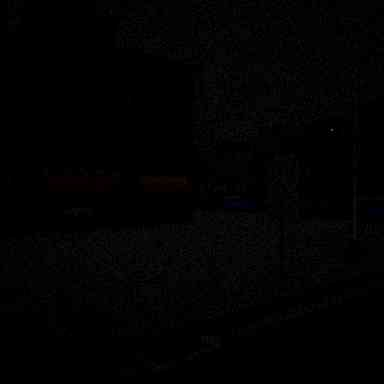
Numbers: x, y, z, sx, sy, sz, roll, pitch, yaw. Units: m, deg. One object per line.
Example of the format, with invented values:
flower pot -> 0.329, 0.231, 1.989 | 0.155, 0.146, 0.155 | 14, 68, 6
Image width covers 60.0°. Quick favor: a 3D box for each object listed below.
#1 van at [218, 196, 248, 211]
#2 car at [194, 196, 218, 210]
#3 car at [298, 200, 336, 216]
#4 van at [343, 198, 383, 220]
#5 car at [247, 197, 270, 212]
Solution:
van -> 5.470, 1.437, 41.669 | 1.690, 1.788, 3.998 | 0, 0, -36
car -> 2.280, 1.430, 46.117 | 2.192, 1.841, 5.009 | 0, 0, -36
car -> 11.849, 1.501, 32.767 | 1.967, 1.590, 4.097 | 0, 0, -36
van -> 15.038, 1.386, 28.317 | 1.690, 1.788, 3.998 | 0, 0, -36
car -> 8.660, 1.518, 37.218 | 1.967, 1.590, 4.097 | 0, 0, -36
